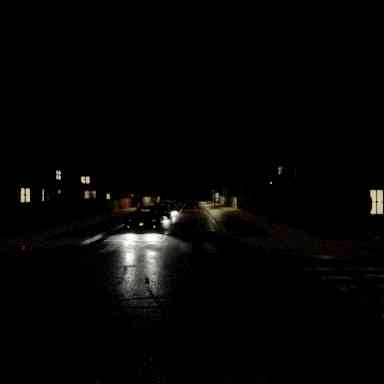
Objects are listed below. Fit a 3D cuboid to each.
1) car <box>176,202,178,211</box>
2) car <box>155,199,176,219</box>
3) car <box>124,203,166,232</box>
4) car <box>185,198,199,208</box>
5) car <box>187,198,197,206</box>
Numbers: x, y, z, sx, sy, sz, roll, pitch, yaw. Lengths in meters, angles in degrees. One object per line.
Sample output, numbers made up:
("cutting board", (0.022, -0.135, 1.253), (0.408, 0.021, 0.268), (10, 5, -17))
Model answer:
("car", (-2.830, 1.636, 43.290), (2.128, 1.511, 4.902), (0, 0, 0))
("car", (-2.846, 1.631, 30.715), (2.033, 1.411, 5.357), (0, 0, 0))
("car", (-2.857, 1.613, 20.400), (1.994, 1.385, 4.181), (0, 0, -1))
("car", (0.002, 1.668, 51.318), (1.882, 1.535, 5.008), (0, 0, 0))
("car", (0.004, 1.791, 61.736), (1.812, 1.442, 4.674), (0, 0, 0))
